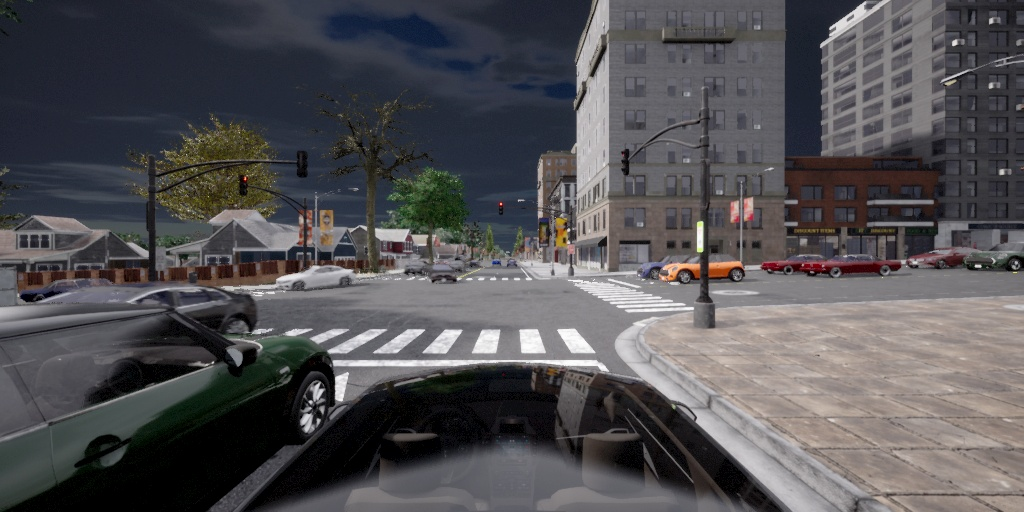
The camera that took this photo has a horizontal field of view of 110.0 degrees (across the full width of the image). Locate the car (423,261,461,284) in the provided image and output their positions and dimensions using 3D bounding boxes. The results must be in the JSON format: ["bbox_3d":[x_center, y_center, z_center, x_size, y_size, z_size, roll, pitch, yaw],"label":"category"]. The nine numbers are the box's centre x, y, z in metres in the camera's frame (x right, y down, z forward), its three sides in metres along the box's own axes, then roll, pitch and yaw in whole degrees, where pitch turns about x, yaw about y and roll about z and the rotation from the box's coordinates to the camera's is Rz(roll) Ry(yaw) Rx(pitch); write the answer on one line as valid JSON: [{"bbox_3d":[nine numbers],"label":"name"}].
[{"bbox_3d":[-5.497,1.308,27.538,2.033,1.411,5.357,0,0,-16],"label":"car"}]

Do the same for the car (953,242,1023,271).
[{"bbox_3d":[30.494,-0.049,21.744,4.553,1.767,2.097,-2,0,0],"label":"car"}]

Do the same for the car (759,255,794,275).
[{"bbox_3d":[20.099,0.579,24.960,4.718,1.301,1.895,-2,0,0],"label":"car"}]

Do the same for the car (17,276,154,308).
[{"bbox_3d":[-21.634,1.804,18.325,4.718,1.301,1.895,-2,0,0],"label":"car"}]

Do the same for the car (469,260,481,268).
[{"bbox_3d":[-6.635,1.370,64.222,2.033,1.411,5.357,0,0,0],"label":"car"}]

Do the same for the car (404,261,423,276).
[{"bbox_3d":[-9.893,1.268,37.719,1.837,1.490,4.892,0,0,0],"label":"car"}]

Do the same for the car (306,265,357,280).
[{"bbox_3d":[-12.501,1.351,23.217,1.812,1.442,4.674,1,3,39],"label":"car"}]

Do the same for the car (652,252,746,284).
[{"bbox_3d":[11.355,0.677,21.677,4.553,1.767,2.097,-2,0,0],"label":"car"}]

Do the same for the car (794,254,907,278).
[{"bbox_3d":[20.339,0.581,21.711,4.718,1.301,1.895,-2,0,0],"label":"car"}]

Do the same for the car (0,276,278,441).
[{"bbox_3d":[-6.601,1.240,6.031,2.128,1.511,4.902,0,0,0],"label":"car"}]

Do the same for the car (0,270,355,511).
[{"bbox_3d":[-3.151,1.102,2.446,2.097,1.767,4.553,0,0,0],"label":"car"}]

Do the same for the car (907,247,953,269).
[{"bbox_3d":[30.410,0.117,24.992,4.674,1.442,1.812,-2,0,0],"label":"car"}]

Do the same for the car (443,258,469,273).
[{"bbox_3d":[-6.646,1.274,43.121,1.837,1.490,4.892,0,0,0],"label":"car"}]

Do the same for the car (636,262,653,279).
[{"bbox_3d":[11.102,0.675,24.998,4.553,1.767,2.097,-2,0,2],"label":"car"}]
